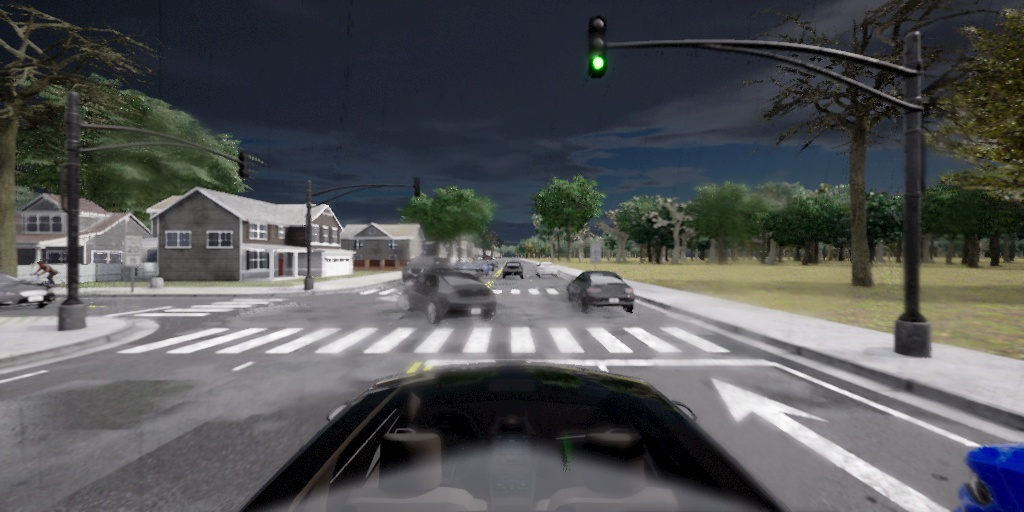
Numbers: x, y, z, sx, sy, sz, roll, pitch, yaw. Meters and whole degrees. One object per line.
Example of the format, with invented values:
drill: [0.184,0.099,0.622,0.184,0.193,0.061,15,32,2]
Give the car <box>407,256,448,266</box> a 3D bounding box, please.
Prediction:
car: [-6.608,0.999,27.390,2.150,2.045,5.566,0,0,0]

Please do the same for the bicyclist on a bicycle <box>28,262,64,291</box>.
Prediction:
bicyclist on a bicycle: [-24.642,1.113,18.913,0.582,1.620,1.656,0,0,0]

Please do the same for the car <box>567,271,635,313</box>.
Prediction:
car: [3.349,1.292,14.056,1.812,1.442,4.674,0,0,0]

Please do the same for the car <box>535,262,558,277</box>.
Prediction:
car: [3.344,1.307,35.168,1.812,1.442,4.674,0,0,0]

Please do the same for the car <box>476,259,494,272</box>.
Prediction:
car: [-3.349,1.134,36.866,2.097,1.767,4.553,0,0,0]

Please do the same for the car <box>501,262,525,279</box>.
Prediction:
car: [0.095,1.286,33.724,1.837,1.490,4.892,0,0,0]

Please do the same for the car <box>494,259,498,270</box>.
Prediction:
car: [-3.318,1.352,46.830,1.994,1.385,4.181,0,0,1]

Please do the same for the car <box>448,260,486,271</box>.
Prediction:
car: [-3.365,1.269,27.725,2.128,1.511,4.902,0,0,-1]

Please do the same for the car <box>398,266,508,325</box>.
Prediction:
car: [-2.284,1.271,12.062,1.837,1.490,4.892,2,-1,-32]

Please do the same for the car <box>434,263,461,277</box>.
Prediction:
car: [-6.600,1.383,37.236,1.895,1.301,4.718,0,0,0]

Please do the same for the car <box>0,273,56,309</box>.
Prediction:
car: [-19.747,1.288,13.040,4.902,1.511,2.128,0,0,0]
